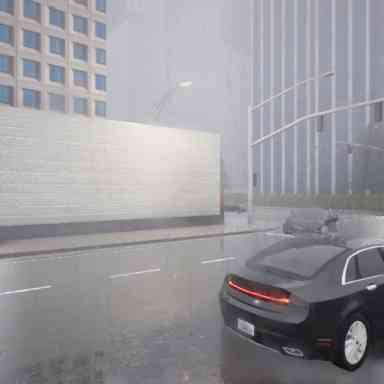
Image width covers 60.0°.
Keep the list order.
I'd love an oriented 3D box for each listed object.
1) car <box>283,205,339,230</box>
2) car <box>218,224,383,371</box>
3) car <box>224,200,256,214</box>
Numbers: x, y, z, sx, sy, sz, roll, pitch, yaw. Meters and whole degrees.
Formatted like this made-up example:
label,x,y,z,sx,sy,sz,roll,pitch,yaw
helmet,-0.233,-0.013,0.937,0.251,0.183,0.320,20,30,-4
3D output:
label,x,y,z,sx,sy,sz,roll,pitch,yaw
car,6.562,1.514,17.869,1.837,1.490,4.892,4,2,36
car,2.682,1.505,5.713,4.892,1.490,1.837,0,0,-35
car,4.779,1.581,36.026,1.812,1.442,4.674,0,0,-36
